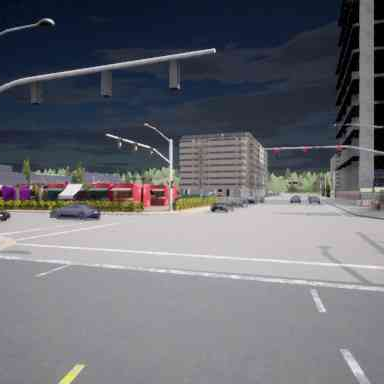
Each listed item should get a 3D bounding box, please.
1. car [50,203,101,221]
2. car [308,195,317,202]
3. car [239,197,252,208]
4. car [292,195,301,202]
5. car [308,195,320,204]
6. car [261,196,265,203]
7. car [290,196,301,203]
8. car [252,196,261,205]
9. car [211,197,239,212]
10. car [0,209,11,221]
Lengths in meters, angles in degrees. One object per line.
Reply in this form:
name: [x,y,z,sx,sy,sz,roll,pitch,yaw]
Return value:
car: [-9.698,1.620,27.746,4.181,1.385,1.994,0,0,19]
car: [28.108,1.524,77.696,1.812,1.442,4.674,0,0,19]
car: [6.927,1.506,47.990,1.837,1.490,4.892,0,0,19]
car: [24.686,1.540,78.503,2.033,1.411,5.357,0,0,19]
car: [23.749,1.547,64.415,2.033,1.411,5.357,0,0,18]
car: [13.754,1.493,67.976,2.128,1.511,4.902,0,0,19]
car: [21.082,1.555,67.726,1.994,1.385,4.181,0,0,19]
car: [10.217,1.601,57.701,1.895,1.301,4.718,0,0,19]
car: [3.648,1.547,38.298,2.033,1.411,5.357,0,0,19]
car: [-16.445,1.619,26.162,4.181,1.385,1.994,0,0,19]
